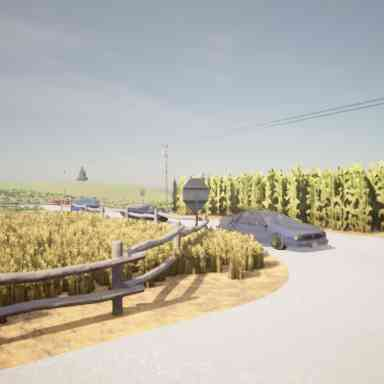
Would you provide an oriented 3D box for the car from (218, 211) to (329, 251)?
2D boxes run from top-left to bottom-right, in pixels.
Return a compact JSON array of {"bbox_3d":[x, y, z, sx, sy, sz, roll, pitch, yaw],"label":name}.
[{"bbox_3d":[3.218,1.545,14.567,2.033,1.411,5.357,0,0,-30],"label":"car"}]

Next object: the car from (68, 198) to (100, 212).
[{"bbox_3d":[-11.596,1.475,36.229,1.882,1.535,5.008,0,0,-35],"label":"car"}]

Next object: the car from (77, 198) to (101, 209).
[{"bbox_3d":[-14.275,1.522,45.789,1.812,1.442,4.674,0,0,-35],"label":"car"}]

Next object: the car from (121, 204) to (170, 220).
[{"bbox_3d":[-3.493,1.598,24.751,1.895,1.301,4.718,0,0,-35],"label":"car"}]

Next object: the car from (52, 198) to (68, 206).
[{"bbox_3d":[-20.535,1.597,53.602,4.718,1.301,1.895,0,0,33],"label":"car"}]
